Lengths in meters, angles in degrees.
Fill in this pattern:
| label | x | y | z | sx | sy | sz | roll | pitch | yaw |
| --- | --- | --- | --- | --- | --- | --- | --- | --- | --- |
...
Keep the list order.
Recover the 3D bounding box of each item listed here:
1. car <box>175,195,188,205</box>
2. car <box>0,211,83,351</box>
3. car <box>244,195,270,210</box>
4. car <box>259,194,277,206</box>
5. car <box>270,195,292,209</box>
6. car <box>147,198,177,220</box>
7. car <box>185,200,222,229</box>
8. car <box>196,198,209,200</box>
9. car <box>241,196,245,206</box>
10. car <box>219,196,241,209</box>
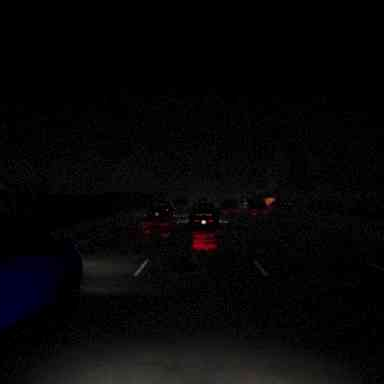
| label | x | y | z | sx | sy | sz | roll | pitch | yaw |
| --- | --- | --- | --- | --- | --- | --- | --- | --- | --- |
| car | -1.764 | 1.274 | 52.257 | 2.097 | 1.767 | 4.553 | 0 | 0 | 2 |
| car | -3.280 | 1.208 | 4.281 | 2.150 | 2.045 | 5.566 | 0 | 0 | 1 |
| car | 8.378 | 1.436 | 43.332 | 1.882 | 1.535 | 5.008 | 0 | 0 | 2 |
| car | 12.223 | 1.304 | 53.716 | 2.097 | 1.767 | 4.553 | 0 | 0 | 2 |
| car | 11.929 | 1.511 | 44.803 | 2.033 | 1.411 | 5.357 | 0 | 0 | 2 |
| car | -2.556 | 1.482 | 27.338 | 1.812 | 1.442 | 4.674 | 0 | 0 | 2 |
| car | 0.757 | 1.476 | 21.591 | 1.837 | 1.490 | 4.892 | 0 | 0 | 2 |
| car | 1.568 | 1.501 | 47.896 | 1.994 | 1.385 | 4.181 | 0 | 0 | 2 |
| car | 8.681 | 1.438 | 52.497 | 2.128 | 1.511 | 4.902 | 0 | 0 | 2 |
| car | 4.880 | 1.428 | 43.447 | 1.882 | 1.535 | 5.008 | 0 | 0 | 2 |
